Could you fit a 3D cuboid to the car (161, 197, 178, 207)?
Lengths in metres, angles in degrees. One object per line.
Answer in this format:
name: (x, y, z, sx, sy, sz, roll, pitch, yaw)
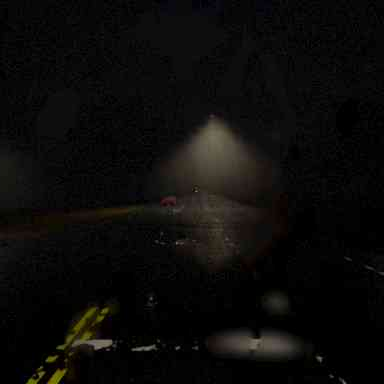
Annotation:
car: (-2.896, 1.276, 43.727, 1.895, 1.301, 4.718, 0, 1, 2)
